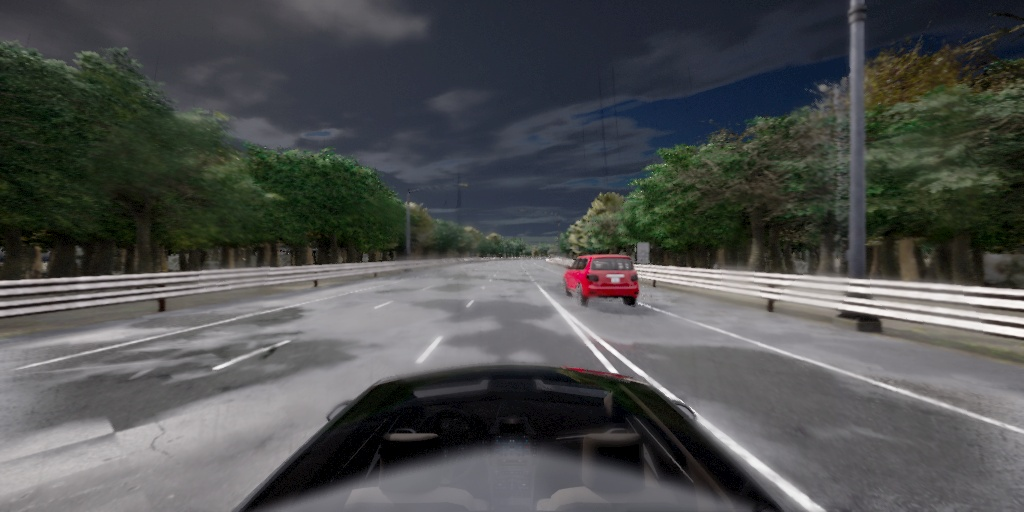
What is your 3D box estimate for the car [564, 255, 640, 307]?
[{"bbox_3d":[3.703,0.977,15.721,2.150,2.045,5.566,0,0,-1],"label":"car"}]
